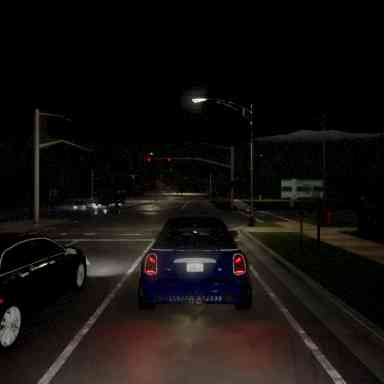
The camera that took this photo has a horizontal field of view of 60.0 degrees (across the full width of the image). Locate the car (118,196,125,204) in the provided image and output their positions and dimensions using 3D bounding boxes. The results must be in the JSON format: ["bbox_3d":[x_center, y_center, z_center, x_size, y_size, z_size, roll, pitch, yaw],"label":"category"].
[{"bbox_3d":[-14.314,1.504,64.613,1.837,1.490,4.892,0,0,1],"label":"car"}]

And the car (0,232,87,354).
[{"bbox_3d":[-3.442,1.505,6.092,1.837,1.490,4.892,0,0,0],"label":"car"}]

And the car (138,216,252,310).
[{"bbox_3d":[0.068,1.352,7.997,2.097,1.767,4.553,0,0,0],"label":"car"}]

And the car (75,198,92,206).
[{"bbox_3d":[-18.000,1.601,55.809,1.895,1.301,4.718,0,0,1],"label":"car"}]

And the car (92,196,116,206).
[{"bbox_3d":[-14.509,1.505,55.238,1.837,1.490,4.892,0,0,1],"label":"car"}]

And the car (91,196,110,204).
[{"bbox_3d":[-17.800,1.491,64.890,2.128,1.511,4.902,0,0,1],"label":"car"}]
